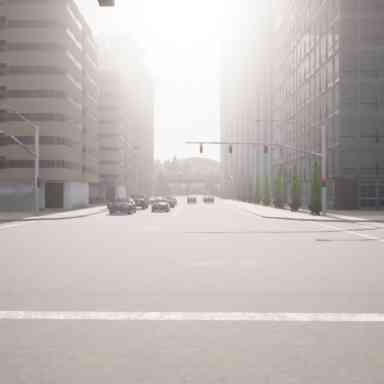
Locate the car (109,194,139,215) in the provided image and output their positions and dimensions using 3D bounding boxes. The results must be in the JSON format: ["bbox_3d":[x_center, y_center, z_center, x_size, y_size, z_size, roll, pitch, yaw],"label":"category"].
[{"bbox_3d":[-7.122,1.352,34.465,2.097,1.767,4.553,0,0,0],"label":"car"}]

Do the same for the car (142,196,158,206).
[{"bbox_3d":[-7.117,1.491,56.893,2.128,1.511,4.902,0,0,0],"label":"car"}]

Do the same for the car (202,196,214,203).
[{"bbox_3d":[3.458,1.505,67.522,1.837,1.490,4.892,0,0,0],"label":"car"}]

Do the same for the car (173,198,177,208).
[{"bbox_3d":[-3.627,1.352,48.167,2.097,1.767,4.553,0,0,0],"label":"car"}]

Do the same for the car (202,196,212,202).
[{"bbox_3d":[3.452,1.528,76.190,1.994,1.385,4.181,0,0,0],"label":"car"}]

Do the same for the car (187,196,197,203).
[{"bbox_3d":[-0.042,1.478,66.686,1.882,1.535,5.008,0,0,0],"label":"car"}]

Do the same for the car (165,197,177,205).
[{"bbox_3d":[-3.616,1.601,57.936,1.895,1.301,4.718,0,0,0],"label":"car"}]

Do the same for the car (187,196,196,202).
[{"bbox_3d":[-0.048,1.522,76.014,1.994,1.385,4.181,0,0,0],"label":"car"}]

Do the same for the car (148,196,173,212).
[{"bbox_3d":[-3.625,1.505,38.963,1.837,1.490,4.892,0,0,0],"label":"car"}]

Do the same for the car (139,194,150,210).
[{"bbox_3d":[-7.126,1.221,44.054,2.150,2.045,5.566,0,0,0],"label":"car"}]
